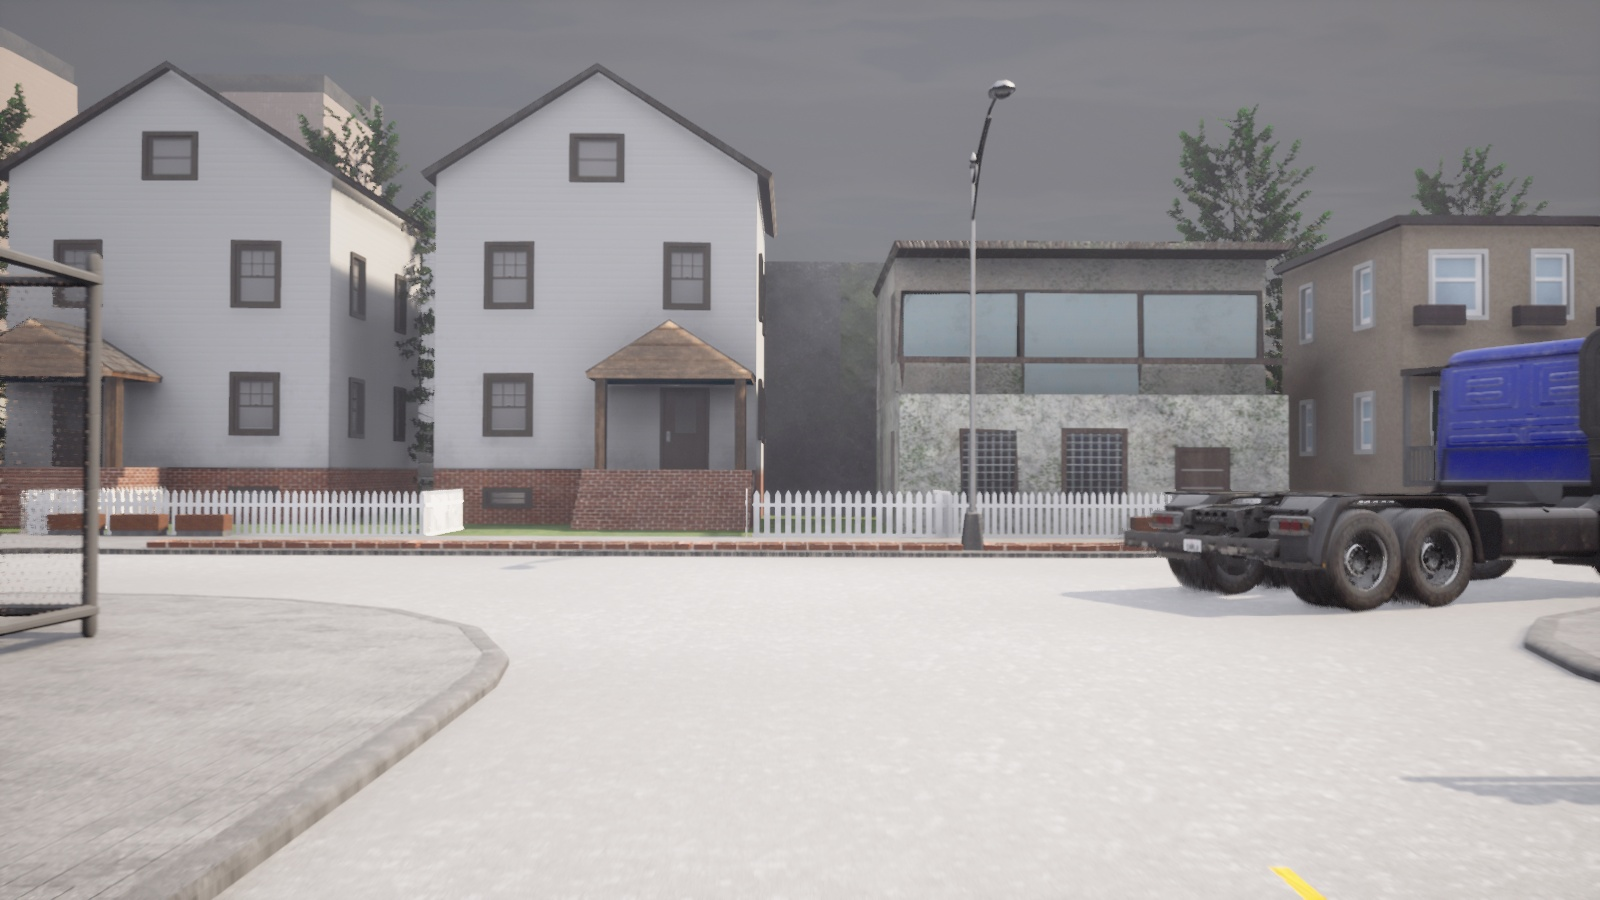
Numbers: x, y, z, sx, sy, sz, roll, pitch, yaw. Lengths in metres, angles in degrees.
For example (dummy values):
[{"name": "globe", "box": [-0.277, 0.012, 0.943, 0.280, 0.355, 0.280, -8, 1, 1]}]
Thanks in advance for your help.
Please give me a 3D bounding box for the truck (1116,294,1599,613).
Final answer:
[{"name": "truck", "box": [8.346, 0.077, 16.488, 7.936, 3.462, 2.891, 0, -1, -23]}]
